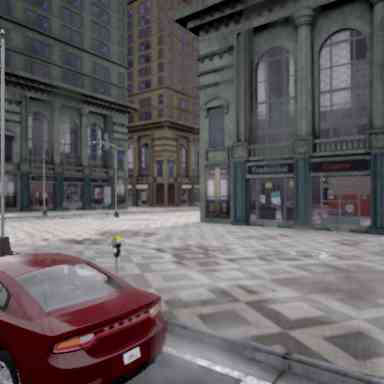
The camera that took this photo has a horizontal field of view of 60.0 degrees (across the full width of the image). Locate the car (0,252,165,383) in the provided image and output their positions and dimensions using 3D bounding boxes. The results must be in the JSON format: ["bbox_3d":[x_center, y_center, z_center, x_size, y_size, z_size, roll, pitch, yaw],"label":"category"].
[{"bbox_3d":[-2.434,1.544,4.716,4.507,1.381,1.887,0,0,35],"label":"car"}]
